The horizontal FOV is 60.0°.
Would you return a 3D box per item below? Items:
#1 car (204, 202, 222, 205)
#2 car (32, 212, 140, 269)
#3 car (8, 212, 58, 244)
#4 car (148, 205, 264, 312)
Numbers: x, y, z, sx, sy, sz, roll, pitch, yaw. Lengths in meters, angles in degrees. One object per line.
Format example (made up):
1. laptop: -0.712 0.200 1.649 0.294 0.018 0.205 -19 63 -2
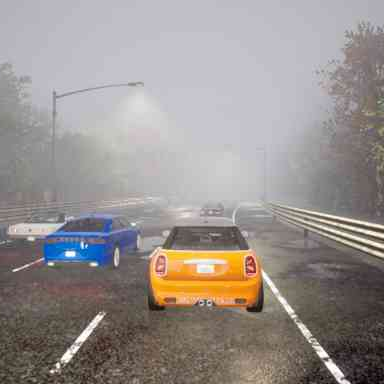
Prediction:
1. car: 1.681 1.536 26.488 2.033 1.411 5.357 0 0 8
2. car: -3.044 1.468 11.150 1.882 1.535 5.008 0 0 3
3. car: -6.306 1.581 15.550 1.895 1.301 4.718 0 0 4
4. car: 0.321 1.348 7.877 2.097 1.767 4.553 0 0 2
